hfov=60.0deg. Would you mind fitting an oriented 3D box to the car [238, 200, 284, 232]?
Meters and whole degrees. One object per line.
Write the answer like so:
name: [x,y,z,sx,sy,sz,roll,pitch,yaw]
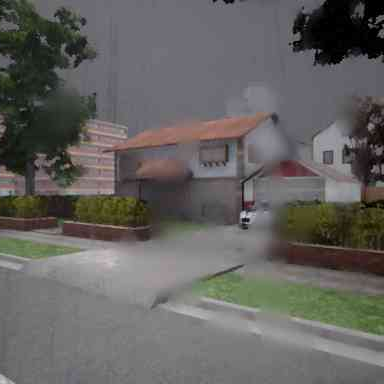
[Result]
car: [4.023,1.168,17.438,1.970,1.475,3.806,0,0,36]
